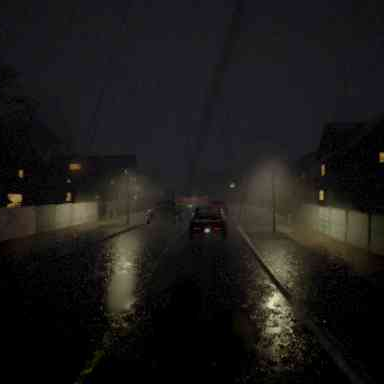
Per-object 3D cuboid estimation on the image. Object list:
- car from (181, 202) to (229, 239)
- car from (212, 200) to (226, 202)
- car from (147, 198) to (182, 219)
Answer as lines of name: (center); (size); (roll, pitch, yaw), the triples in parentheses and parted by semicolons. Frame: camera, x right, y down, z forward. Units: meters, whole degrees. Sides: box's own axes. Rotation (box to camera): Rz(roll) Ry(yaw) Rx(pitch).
car: (0.882, 1.516, 17.364); (2.128, 1.511, 4.902); (0, 0, 4)
car: (2.786, 1.553, 34.686); (1.882, 1.535, 5.008); (0, 0, 7)
car: (-1.682, 1.196, 21.630); (1.837, 1.490, 4.892); (0, 0, 5)
